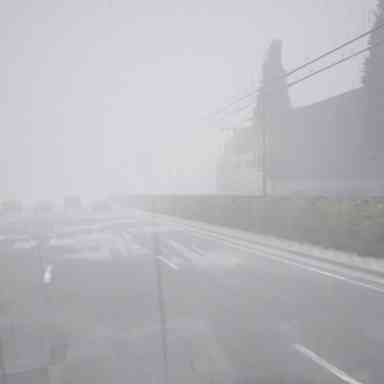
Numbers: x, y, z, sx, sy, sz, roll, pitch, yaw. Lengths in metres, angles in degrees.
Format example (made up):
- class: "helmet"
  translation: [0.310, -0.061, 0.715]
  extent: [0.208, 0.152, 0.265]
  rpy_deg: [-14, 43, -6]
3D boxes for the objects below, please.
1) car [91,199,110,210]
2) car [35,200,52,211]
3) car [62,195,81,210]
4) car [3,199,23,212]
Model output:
- class: "car"
  translation: [-12.209, 1.658, 44.354]
  extent: [1.994, 1.385, 4.181]
  rpy_deg: [-1, 0, -22]
- class: "car"
  translation: [-19.346, 1.728, 43.362]
  extent: [1.994, 1.385, 4.181]
  rpy_deg: [-1, 0, -22]
- class: "car"
  translation: [-16.202, 1.356, 44.917]
  extent: [2.150, 2.045, 5.566]
  rpy_deg: [-1, 0, -22]
- class: "car"
  translation: [-22.714, 1.675, 42.358]
  extent: [1.882, 1.535, 5.008]
  rpy_deg: [-1, 0, -22]
